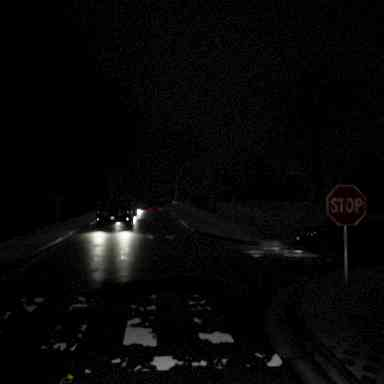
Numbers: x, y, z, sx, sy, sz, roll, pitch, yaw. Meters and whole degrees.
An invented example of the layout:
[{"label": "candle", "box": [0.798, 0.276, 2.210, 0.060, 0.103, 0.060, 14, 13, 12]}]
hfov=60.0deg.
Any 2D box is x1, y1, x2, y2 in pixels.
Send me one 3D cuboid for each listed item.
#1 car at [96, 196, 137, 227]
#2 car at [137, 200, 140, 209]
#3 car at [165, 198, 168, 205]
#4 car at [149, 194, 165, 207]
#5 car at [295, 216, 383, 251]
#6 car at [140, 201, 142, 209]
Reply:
[{"label": "car", "box": [-5.295, 1.281, 23.505, 2.150, 2.045, 5.566, 0, 0, -7]}, {"label": "car", "box": [-6.632, 1.587, 34.338, 1.837, 1.490, 4.892, 0, 0, -7]}, {"label": "car", "box": [-6.068, 1.812, 68.200, 1.882, 1.535, 5.008, 0, -1, 2]}, {"label": "car", "box": [-5.895, 1.425, 54.358, 2.150, 2.045, 5.566, 0, -1, -4]}, {"label": "car", "box": [6.939, 1.768, 14.543, 4.674, 1.442, 1.812, 1, -3, -2]}, {"label": "car", "box": [-8.097, 1.745, 46.832, 1.895, 1.301, 4.718, 0, 0, -6]}]
